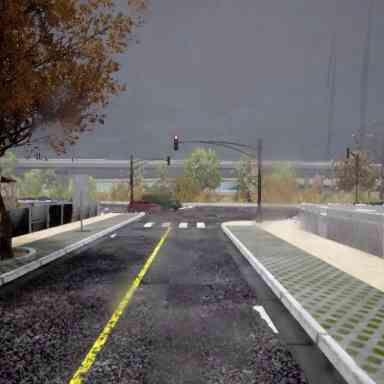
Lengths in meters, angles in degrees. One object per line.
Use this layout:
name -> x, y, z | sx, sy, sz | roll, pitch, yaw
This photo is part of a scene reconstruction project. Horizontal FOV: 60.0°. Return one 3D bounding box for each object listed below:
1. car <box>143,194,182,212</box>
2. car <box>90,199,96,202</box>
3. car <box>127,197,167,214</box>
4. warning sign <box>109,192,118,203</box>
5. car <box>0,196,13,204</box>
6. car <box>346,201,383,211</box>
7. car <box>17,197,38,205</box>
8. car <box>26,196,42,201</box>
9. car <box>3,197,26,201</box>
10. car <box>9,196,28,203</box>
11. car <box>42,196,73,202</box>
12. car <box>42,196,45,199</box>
car -> -3.901, 1.282, 41.019 | 5.566, 2.045, 2.150 | -1, 1, 36
car -> -16.374, 1.520, 50.096 | 4.553, 1.767, 2.097 | -1, 2, 36
car -> -5.497, 1.691, 38.174 | 4.674, 1.442, 1.812 | -1, 2, 36
warning sign -> -14.237, 0.994, 60.239 | 1.060, 1.860, 1.300 | 2, 1, 36
car -> -40.861, 1.694, 72.029 | 4.892, 1.490, 1.837 | -1, 2, 36
car -> 13.770, 1.489, 24.172 | 4.902, 1.511, 2.128 | -1, 2, 36
car -> -32.651, 1.745, 66.066 | 4.674, 1.442, 1.812 | -1, 2, 36
car -> -29.608, 1.789, 59.801 | 4.892, 1.490, 1.837 | -1, 2, 37
car -> -31.011, 1.742, 56.777 | 4.553, 1.767, 2.097 | -1, 2, 36
car -> -38.974, 1.679, 74.676 | 4.718, 1.301, 1.895 | -1, 2, 36
car -> -18.852, 1.775, 47.886 | 4.902, 1.511, 2.128 | -1, 2, 36
car -> -30.849, 1.629, 68.772 | 4.674, 1.442, 1.812 | -1, 2, 36
